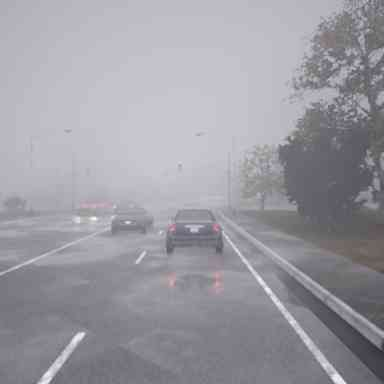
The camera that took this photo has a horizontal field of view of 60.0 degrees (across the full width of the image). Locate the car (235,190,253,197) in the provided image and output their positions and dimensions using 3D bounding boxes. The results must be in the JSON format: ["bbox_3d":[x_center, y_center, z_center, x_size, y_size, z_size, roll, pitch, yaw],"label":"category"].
[{"bbox_3d":[14.835,0.659,93.502,2.128,1.511,4.902,0,3,30],"label":"car"}]

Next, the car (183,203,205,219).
[{"bbox_3d":[0.203,1.706,31.457,1.895,1.301,4.718,0,0,1],"label":"car"}]

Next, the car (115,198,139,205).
[{"bbox_3d":[-6.852,1.479,34.924,2.097,1.767,4.553,0,0,2],"label":"car"}]

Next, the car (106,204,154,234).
[{"bbox_3d":[-3.412,1.606,19.737,1.994,1.385,4.181,0,0,0],"label":"car"}]

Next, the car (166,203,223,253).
[{"bbox_3d":[0.086,1.373,13.929,2.097,1.767,4.553,0,0,0],"label":"car"}]

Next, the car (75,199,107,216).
[{"bbox_3d":[-10.372,1.476,34.302,2.097,1.767,4.553,0,0,2],"label":"car"}]
